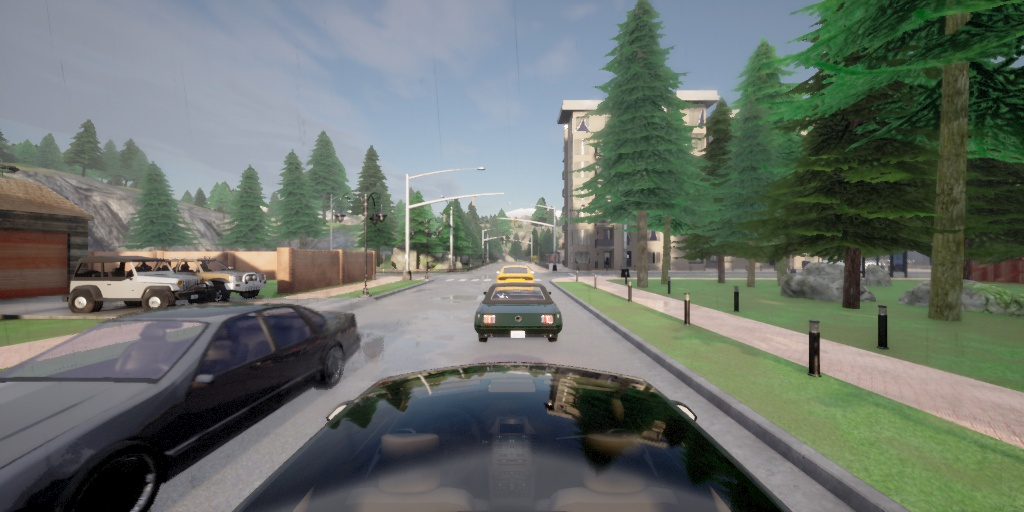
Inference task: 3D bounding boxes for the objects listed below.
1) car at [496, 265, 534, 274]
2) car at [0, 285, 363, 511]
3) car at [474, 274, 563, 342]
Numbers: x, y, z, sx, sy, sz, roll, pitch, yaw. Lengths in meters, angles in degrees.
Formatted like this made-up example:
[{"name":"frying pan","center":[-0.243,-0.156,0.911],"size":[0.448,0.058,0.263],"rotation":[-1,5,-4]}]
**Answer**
[{"name":"car","center":[0.176,1.228,19.050],"size":[1.882,1.535,5.008],"rotation":[0,0,0]},{"name":"car","center":[-3.596,1.297,4.124],"size":[2.033,1.411,5.357],"rotation":[0,0,0]},{"name":"car","center":[0.146,1.351,9.711],"size":[1.895,1.301,4.718],"rotation":[0,0,0]}]
